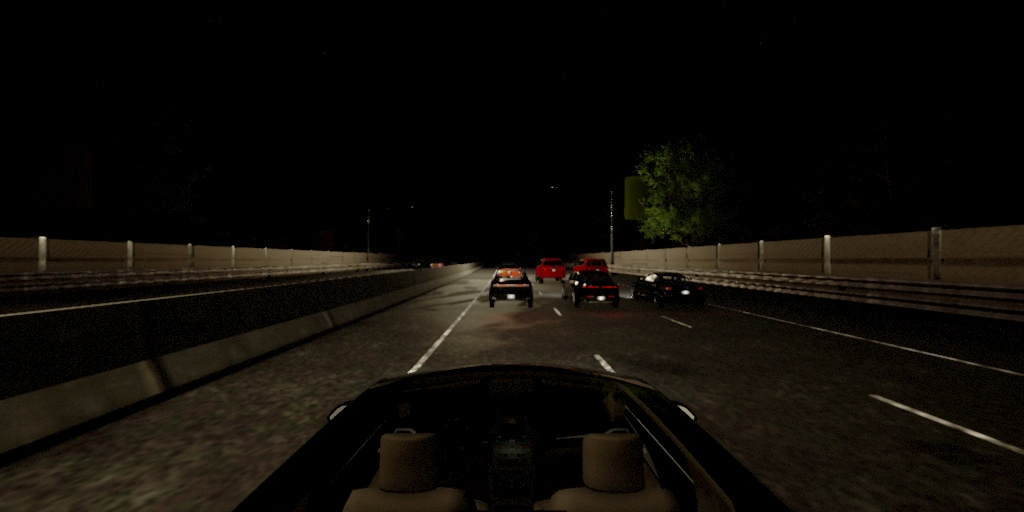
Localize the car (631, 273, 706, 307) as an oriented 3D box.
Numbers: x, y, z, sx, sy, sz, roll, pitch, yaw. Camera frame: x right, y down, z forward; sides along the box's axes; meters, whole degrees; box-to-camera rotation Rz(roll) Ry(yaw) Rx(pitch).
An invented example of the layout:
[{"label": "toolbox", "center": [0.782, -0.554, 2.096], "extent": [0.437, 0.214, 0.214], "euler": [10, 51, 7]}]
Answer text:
[{"label": "car", "center": [6.961, 1.454, 16.401], "extent": [1.994, 1.385, 4.181], "euler": [0, 0, 0]}]

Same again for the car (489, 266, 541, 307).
[{"label": "car", "center": [-0.040, 1.381, 16.341], "extent": [2.128, 1.511, 4.902], "euler": [0, 0, 0]}]

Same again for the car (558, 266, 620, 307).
[{"label": "car", "center": [3.460, 1.398, 16.373], "extent": [1.837, 1.490, 4.892], "euler": [0, 0, 0]}]

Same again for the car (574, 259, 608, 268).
[{"label": "car", "center": [6.787, 1.248, 31.205], "extent": [2.150, 2.045, 5.566], "euler": [0, 0, -1]}]

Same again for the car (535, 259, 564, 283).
[{"label": "car", "center": [3.288, 1.247, 31.163], "extent": [2.150, 2.045, 5.566], "euler": [0, 0, -1]}]

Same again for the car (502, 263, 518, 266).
[{"label": "car", "center": [-0.211, 1.379, 31.165], "extent": [2.097, 1.767, 4.553], "euler": [0, -1, -1]}]
